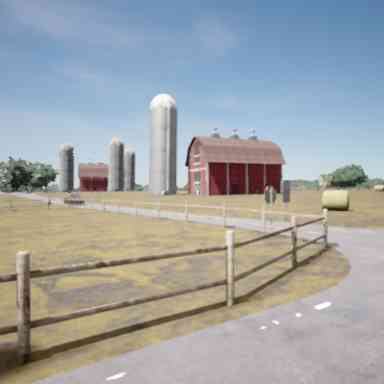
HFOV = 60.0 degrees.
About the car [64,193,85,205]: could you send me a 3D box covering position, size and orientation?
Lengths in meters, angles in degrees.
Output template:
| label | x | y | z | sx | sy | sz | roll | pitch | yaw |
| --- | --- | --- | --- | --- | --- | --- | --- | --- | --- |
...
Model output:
| label | x | y | z | sx | sy | sz | roll | pitch | yaw |
| --- | --- | --- | --- | --- | --- | --- | --- | --- | --- |
| car | -17.870 | 0.979 | 50.527 | 2.097 | 1.767 | 4.553 | 1 | 0 | -36 |
